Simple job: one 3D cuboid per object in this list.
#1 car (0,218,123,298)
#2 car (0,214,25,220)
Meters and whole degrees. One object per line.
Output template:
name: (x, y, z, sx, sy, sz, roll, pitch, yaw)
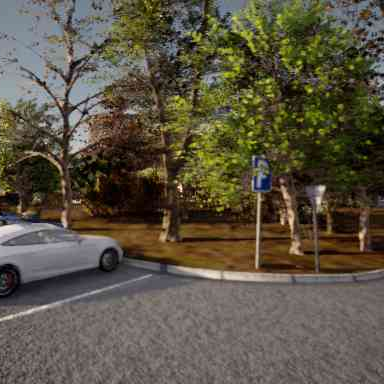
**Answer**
car: (-3.946, 1.535, 8.626, 2.002, 1.452, 4.674, 0, 0, 35)
car: (-6.505, 1.501, 10.461, 2.097, 1.535, 5.008, 0, 0, 35)
